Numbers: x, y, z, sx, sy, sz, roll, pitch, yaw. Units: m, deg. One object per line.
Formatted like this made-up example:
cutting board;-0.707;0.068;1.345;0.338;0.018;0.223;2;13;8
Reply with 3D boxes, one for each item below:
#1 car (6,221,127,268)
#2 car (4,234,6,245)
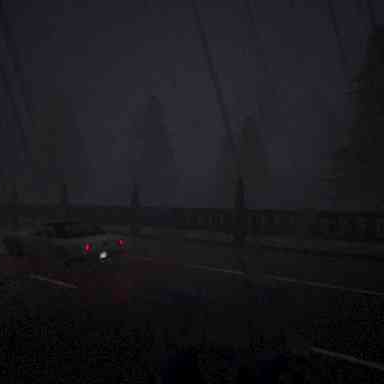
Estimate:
car;-4.538;1.672;11.528;4.718;1.301;1.895;0;0;36
car;-7.392;1.679;9.266;4.718;1.301;1.895;0;0;35
